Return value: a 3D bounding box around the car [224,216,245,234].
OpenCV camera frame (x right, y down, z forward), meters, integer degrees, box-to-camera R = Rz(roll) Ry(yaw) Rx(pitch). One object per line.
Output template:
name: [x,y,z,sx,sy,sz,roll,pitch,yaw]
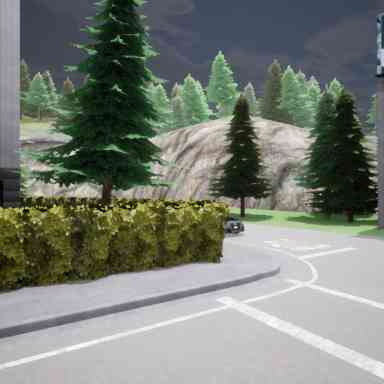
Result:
car: [1.029,1.740,19.527,1.994,1.385,4.181,0,0,-43]
